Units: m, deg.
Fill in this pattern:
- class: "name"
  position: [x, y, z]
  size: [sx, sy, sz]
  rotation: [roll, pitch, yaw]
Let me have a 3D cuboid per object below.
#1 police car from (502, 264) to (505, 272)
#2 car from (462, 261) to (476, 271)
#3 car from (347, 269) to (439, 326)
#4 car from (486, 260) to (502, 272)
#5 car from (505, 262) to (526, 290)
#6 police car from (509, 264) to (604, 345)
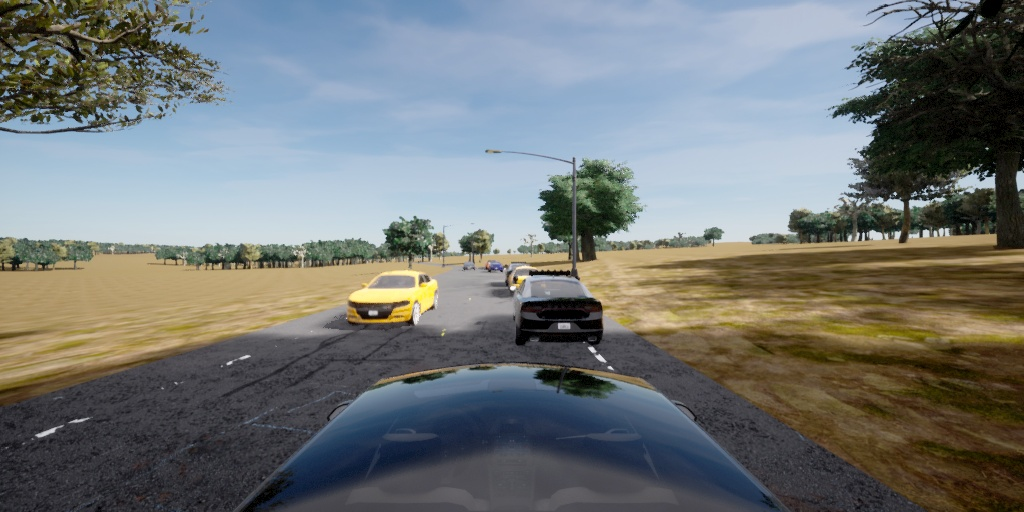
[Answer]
- class: "police car"
  position: [0.467, 1.223, 25.763]
  size: [1.930, 1.638, 5.238]
  rotation: [0, 0, -3]
- class: "car"
  position: [-6.484, 1.523, 54.406]
  size: [1.812, 1.442, 4.674]
  rotation: [0, -1, -6]
- class: "car"
  position: [-3.736, 1.245, 12.008]
  size: [1.882, 1.535, 5.008]
  rotation: [0, 0, -1]
- class: "car"
  position: [-2.201, 1.451, 48.353]
  size: [1.812, 1.442, 4.674]
  rotation: [0, -1, -5]
- class: "car"
  position: [0.723, 1.241, 19.814]
  size: [1.801, 1.575, 5.366]
  rotation: [0, 0, -2]
- class: "police car"
  position: [0.992, 1.188, 9.680]
  size: [1.930, 1.638, 5.238]
  rotation: [0, 0, -1]
